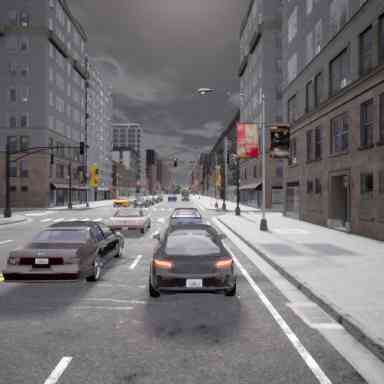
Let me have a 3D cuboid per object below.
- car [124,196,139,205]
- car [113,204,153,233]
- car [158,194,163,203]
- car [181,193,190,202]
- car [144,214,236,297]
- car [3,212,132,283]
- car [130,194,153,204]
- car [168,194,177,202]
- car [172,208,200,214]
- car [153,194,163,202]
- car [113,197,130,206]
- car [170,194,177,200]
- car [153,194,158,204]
[{"bbox_3d":[-10.995,1.554,60.759,1.812,1.442,4.674,0,0,-1],"label":"car"},{"bbox_3d":[-3.508,1.607,19.473,1.895,1.301,4.718,0,0,-1],"label":"car"},{"bbox_3d":[-7.855,1.556,69.287,2.128,1.511,4.902,0,0,-1],"label":"car"},{"bbox_3d":[-1.584,1.624,80.838,1.895,1.301,4.718,0,0,-1],"label":"car"},{"bbox_3d":[-0.036,1.528,8.469,1.812,1.442,4.674,0,0,-2],"label":"car"},{"bbox_3d":[-3.311,1.550,9.724,2.033,1.411,5.357,0,0,-1],"label":"car"},{"bbox_3d":[-7.563,1.515,50.063,2.128,1.511,4.902,0,0,-1],"label":"car"},{"bbox_3d":[-4.825,1.505,80.326,1.882,1.535,5.008,0,0,-1],"label":"car"},{"bbox_3d":[-0.329,1.553,18.056,2.033,1.411,5.357,0,0,-1],"label":"car"},{"bbox_3d":[-8.060,1.374,79.518,2.097,1.767,4.553,0,0,-1],"label":"car"},{"bbox_3d":[-10.846,1.502,51.537,1.882,1.535,5.008,0,0,-1],"label":"car"},{"bbox_3d":[-5.034,1.401,90.744,1.837,1.490,4.892,0,0,-1],"label":"car"},{"bbox_3d":[-7.732,1.519,59.417,2.128,1.511,4.902,0,0,-1],"label":"car"}]
